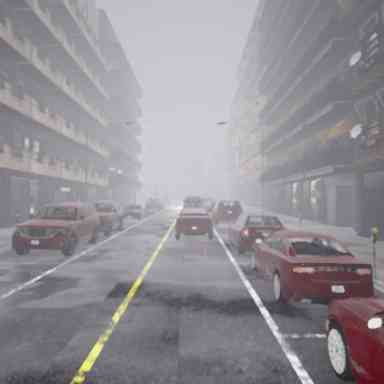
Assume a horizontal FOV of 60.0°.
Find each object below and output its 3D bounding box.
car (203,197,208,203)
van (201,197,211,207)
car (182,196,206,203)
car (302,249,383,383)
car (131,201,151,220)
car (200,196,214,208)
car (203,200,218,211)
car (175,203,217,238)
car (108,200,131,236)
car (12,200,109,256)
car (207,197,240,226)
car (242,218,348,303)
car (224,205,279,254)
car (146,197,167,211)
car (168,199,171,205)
[{"bbox_3d":[2.575,1.669,35.782,1.967,1.590,4.097,1,0,0],"label":"car"},{"bbox_3d":[2.595,1.797,63.439,1.690,1.788,3.998,1,-1,0],"label":"van"},{"bbox_3d":[0.127,1.457,36.732,2.150,2.045,5.566,0,0,0],"label":"car"},{"bbox_3d":[2.584,1.561,2.595,1.887,1.381,4.507,1,0,0],"label":"car"},{"bbox_3d":[-5.278,1.754,30.314,1.947,1.339,4.313,1,0,0],"label":"car"},{"bbox_3d":[2.592,1.722,57.907,2.192,1.841,5.009,1,-1,0],"label":"car"},{"bbox_3d":[2.580,1.896,46.843,1.802,1.307,4.206,1,0,0],"label":"car"},{"bbox_3d":[0.112,1.587,18.302,1.882,1.535,5.008,0,0,0],"label":"car"},{"bbox_3d":[-5.279,1.430,19.253,2.192,1.841,5.009,1,0,0],"label":"car"},{"bbox_3d":[-5.283,1.396,13.724,2.192,1.841,5.009,1,0,0],"label":"car"},{"bbox_3d":[2.571,1.467,24.719,2.192,1.841,5.009,1,0,0],"label":"car"},{"bbox_3d":[2.588,1.593,8.125,1.887,1.381,4.507,1,0,0],"label":"car"},{"bbox_3d":[2.602,1.522,13.657,1.967,1.590,4.097,1,0,0],"label":"car"},{"bbox_3d":[-5.261,1.628,46.905,2.192,1.841,5.009,1,0,0],"label":"car"},{"bbox_3d":[-5.252,2.089,69.028,1.802,1.307,4.206,1,-1,0],"label":"car"}]
